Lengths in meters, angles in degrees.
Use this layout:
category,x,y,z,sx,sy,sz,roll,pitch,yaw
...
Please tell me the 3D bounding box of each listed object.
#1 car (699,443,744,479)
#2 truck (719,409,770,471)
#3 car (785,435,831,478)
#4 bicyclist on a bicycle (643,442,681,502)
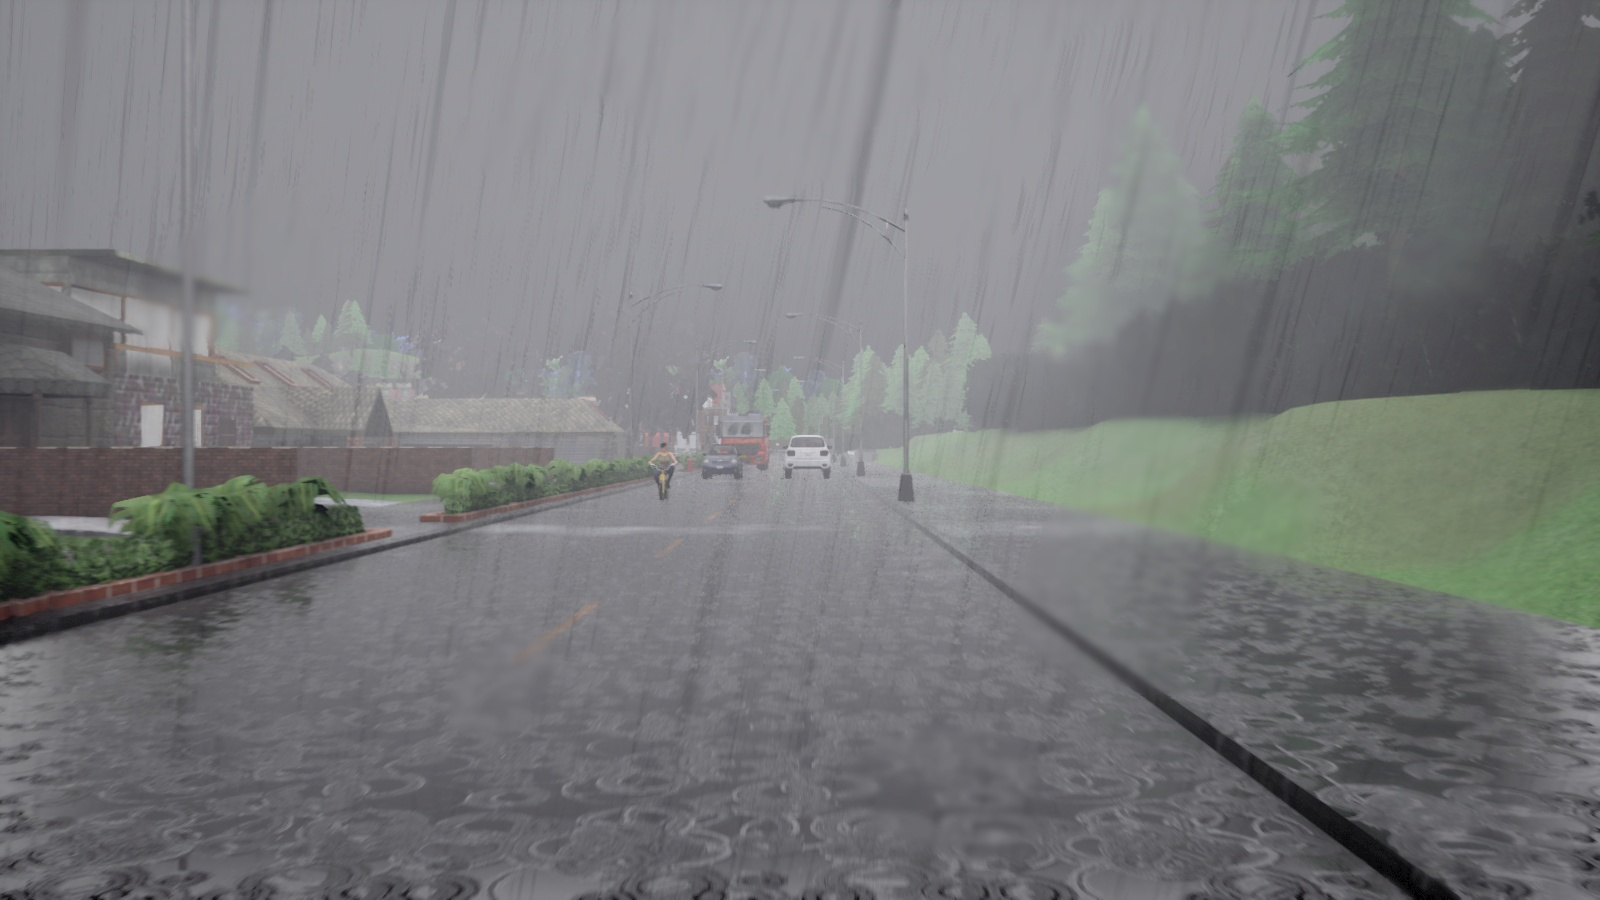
category,x,y,z,sx,sy,sz,roll,pitch,yaw
car,-3.647,0.481,58.973,1.851,1.617,3.988,0,0,0
truck,-3.537,-0.644,81.518,2.891,3.827,8.468,0,0,0
car,0.366,0.298,61.448,2.150,2.045,5.566,0,0,0
bicyclist on a bicycle,-3.785,0.586,34.622,0.866,1.612,1.509,0,0,0
